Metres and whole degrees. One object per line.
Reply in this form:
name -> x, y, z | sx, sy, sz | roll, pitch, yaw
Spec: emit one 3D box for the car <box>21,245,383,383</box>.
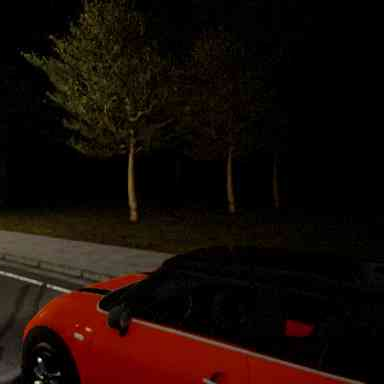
car -> 0.310, 1.346, 3.320 | 4.553, 1.767, 2.097 | 0, 0, 35
